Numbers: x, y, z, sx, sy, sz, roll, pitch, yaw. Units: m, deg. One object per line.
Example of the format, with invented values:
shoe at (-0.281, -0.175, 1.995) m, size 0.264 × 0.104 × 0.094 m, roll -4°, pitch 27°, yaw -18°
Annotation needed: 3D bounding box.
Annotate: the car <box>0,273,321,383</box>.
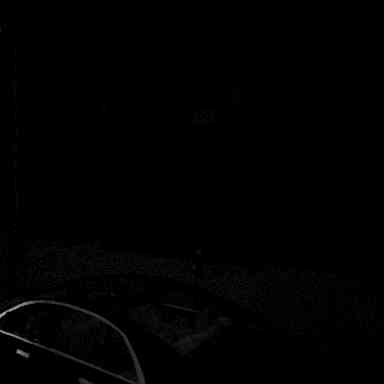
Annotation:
car at (-0.984, 1.584, 3.513) m, size 4.403 × 1.369 × 2.008 m, roll -1°, pitch 0°, yaw 36°
